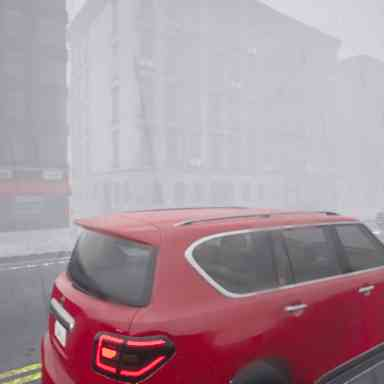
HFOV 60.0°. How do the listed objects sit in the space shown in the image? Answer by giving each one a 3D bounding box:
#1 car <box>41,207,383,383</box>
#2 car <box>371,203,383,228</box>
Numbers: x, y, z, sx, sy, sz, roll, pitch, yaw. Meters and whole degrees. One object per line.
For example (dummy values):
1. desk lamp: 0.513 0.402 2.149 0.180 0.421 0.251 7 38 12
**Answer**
1. car: 1.123 1.212 4.239 5.566 2.045 2.150 0 0 -35
2. car: 13.696 1.435 21.434 4.892 1.490 1.837 0 0 -35
